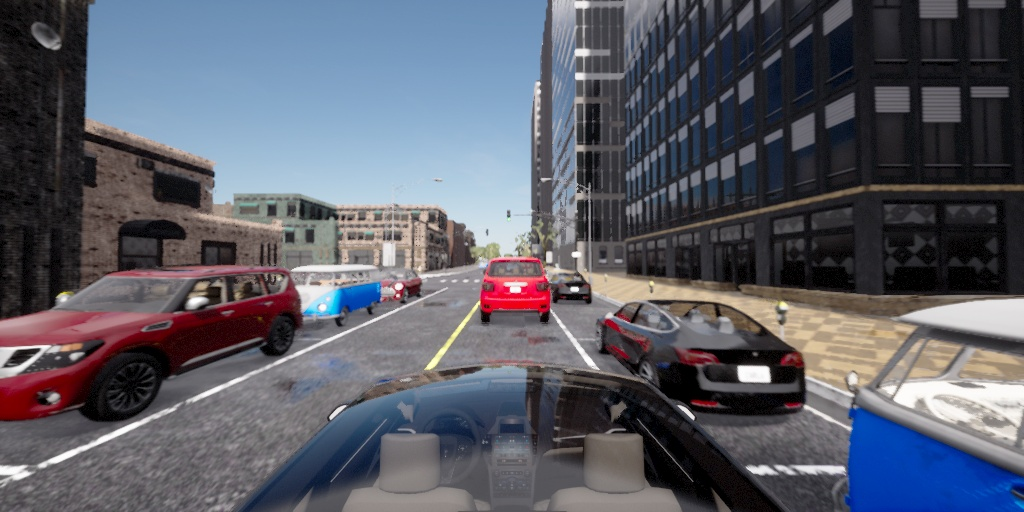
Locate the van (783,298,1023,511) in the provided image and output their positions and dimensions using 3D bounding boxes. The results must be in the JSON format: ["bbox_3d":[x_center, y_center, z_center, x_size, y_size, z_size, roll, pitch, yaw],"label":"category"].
[{"bbox_3d":[2.657,1.078,0.381,1.690,1.789,3.998,0,0,0],"label":"van"}]

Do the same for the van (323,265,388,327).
[{"bbox_3d":[-5.687,1.189,11.726,1.690,1.789,3.998,0,0,0],"label":"van"}]

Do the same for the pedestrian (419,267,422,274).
[{"bbox_3d":[-12.529,1.849,48.904,0.375,1.300,0.375,0,-1,1],"label":"pedestrian"}]

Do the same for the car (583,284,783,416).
[{"bbox_3d":[2.659,1.358,6.025,1.948,1.339,4.313,0,0,0],"label":"car"}]

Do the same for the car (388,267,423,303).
[{"bbox_3d":[-5.685,1.343,17.370,1.967,1.591,4.097,0,0,0],"label":"car"}]

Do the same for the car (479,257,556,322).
[{"bbox_3d":[0.101,1.079,12.837,2.150,2.045,5.566,0,-1,0],"label":"car"}]

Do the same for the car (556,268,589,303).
[{"bbox_3d":[2.662,1.468,17.314,1.948,1.339,4.313,0,0,0],"label":"car"}]

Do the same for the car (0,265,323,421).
[{"bbox_3d":[-5.689,1.108,6.083,2.192,1.841,5.009,0,0,0],"label":"car"}]
